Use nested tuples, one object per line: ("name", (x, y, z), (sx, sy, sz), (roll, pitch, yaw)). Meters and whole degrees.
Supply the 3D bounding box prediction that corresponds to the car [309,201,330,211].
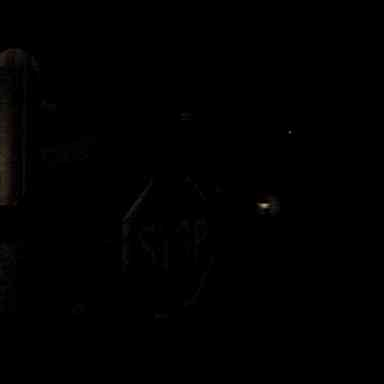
("car", (18.268, 2.027, 47.060), (2.033, 1.411, 5.357), (1, 0, 36))
